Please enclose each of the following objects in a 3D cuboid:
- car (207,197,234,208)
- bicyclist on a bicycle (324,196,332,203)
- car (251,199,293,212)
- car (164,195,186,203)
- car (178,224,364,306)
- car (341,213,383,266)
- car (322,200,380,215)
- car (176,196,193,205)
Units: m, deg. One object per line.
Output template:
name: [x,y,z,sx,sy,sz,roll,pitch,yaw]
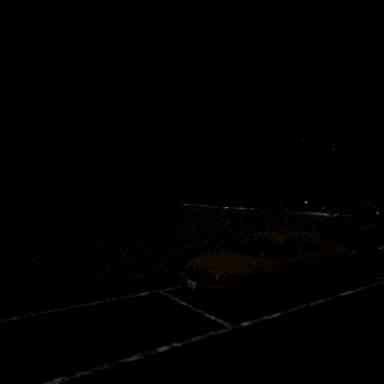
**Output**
car: [3.841,1.403,45.112,1.994,1.385,4.181,1,0,-34]
bicyclist on a bicycle: [15.827,1.349,38.702,1.656,1.620,0.582,1,0,-35]
car: [8.984,1.523,37.633,1.895,1.301,4.718,1,0,-35]
car: [-3.177,1.332,60.900,1.895,1.301,4.718,1,0,-35]
car: [1.971,1.560,8.097,4.829,1.417,1.752,0,0,-35]
car: [6.721,1.612,11.414,4.507,1.381,1.887,0,0,-35]
car: [14.243,1.498,30.002,2.128,1.511,4.902,1,0,-34]
car: [-1.777,1.348,53.306,1.895,1.301,4.718,1,0,-34]
